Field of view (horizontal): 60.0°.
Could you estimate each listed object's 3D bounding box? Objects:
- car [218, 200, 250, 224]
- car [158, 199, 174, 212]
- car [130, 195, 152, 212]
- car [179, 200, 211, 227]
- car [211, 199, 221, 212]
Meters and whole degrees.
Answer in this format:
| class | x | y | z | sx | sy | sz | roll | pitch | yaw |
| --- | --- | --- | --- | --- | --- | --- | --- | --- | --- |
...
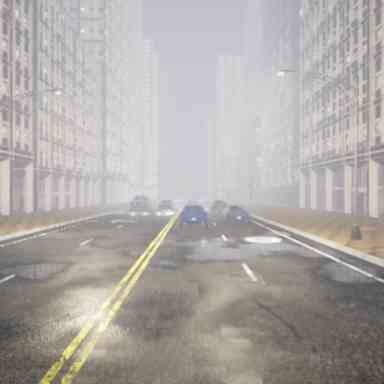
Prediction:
| class | x | y | z | sx | sy | sz | roll | pitch | yaw |
| --- | --- | --- | --- | --- | --- | --- | --- | --- | --- |
| car | 3.310 | 1.632 | 25.619 | 1.812 | 1.442 | 4.674 | 0 | 0 | 0 |
| car | -3.302 | 1.669 | 42.782 | 1.882 | 1.535 | 5.008 | 0 | -1 | 0 |
| car | -6.549 | 1.416 | 43.097 | 2.150 | 2.045 | 5.566 | 0 | -1 | 1 |
| car | 0.109 | 1.573 | 23.599 | 1.882 | 1.535 | 5.008 | 0 | 0 | 0 |
| car | 3.321 | 1.666 | 41.724 | 1.882 | 1.535 | 5.008 | 0 | 0 | 1 |
